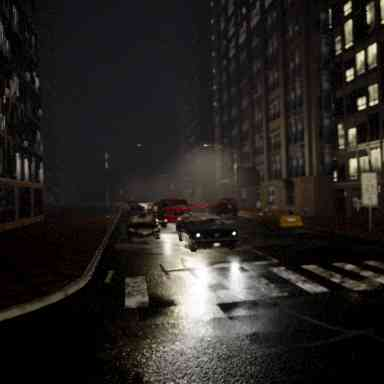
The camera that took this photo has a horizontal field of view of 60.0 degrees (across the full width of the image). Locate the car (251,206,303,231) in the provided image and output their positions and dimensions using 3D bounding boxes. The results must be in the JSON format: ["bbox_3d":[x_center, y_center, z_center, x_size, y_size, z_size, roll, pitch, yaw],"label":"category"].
[{"bbox_3d":[5.219,1.574,21.153,1.752,1.417,4.829,-1,0,-11],"label":"car"}]

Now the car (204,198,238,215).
[{"bbox_3d":[3.055,1.475,32.906,2.192,1.841,5.009,-1,0,-11],"label":"car"}]

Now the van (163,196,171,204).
[{"bbox_3d":[-6.281,1.964,82.810,1.690,1.788,3.998,-1,0,-11],"label":"van"}]

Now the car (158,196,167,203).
[{"bbox_3d":[-8.356,2.037,93.901,2.192,1.841,5.009,-1,0,-11],"label":"car"}]

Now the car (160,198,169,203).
[{"bbox_3d":[-7.315,2.223,88.354,2.008,1.369,4.403,-1,0,-11],"label":"car"}]

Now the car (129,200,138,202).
[{"bbox_3d":[-6.205,1.971,36.866,2.008,1.369,4.403,-1,0,-11],"label":"car"}]

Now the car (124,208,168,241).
[{"bbox_3d":[-2.675,1.792,18.150,2.008,1.369,4.403,-1,0,-11],"label":"car"}]

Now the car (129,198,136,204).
[{"bbox_3d":[-15.546,2.320,86.784,1.967,1.590,4.097,-1,0,-11],"label":"car"}]

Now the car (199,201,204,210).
[{"bbox_3d":[0.985,1.810,43.994,1.887,1.381,4.507,-1,0,-11],"label":"car"}]

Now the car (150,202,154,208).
[{"bbox_3d":[-3.099,1.679,34.318,2.097,1.767,4.553,-1,0,-11],"label":"car"}]

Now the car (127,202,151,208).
[{"bbox_3d":[-5.167,1.934,31.320,1.947,1.339,4.313,-1,0,-11],"label":"car"}]

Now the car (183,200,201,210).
[{"bbox_3d":[-0.052,1.899,49.538,1.802,1.307,4.206,-1,0,-11],"label":"car"}]

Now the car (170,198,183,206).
[{"bbox_3d":[-3.165,2.015,66.174,1.887,1.381,4.507,-1,0,-11],"label":"car"}]

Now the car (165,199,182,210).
[{"bbox_3d":[-2.814,1.869,50.166,1.882,1.535,5.008,-1,0,-10],"label":"car"}]

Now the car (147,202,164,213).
[{"bbox_3d":[-4.924,2.021,44.317,1.895,1.301,4.718,-1,0,-10],"label":"car"}]

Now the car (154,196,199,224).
[{"bbox_3d":[-1.294,1.457,24.621,2.150,2.045,5.566,-1,0,-10],"label":"car"}]

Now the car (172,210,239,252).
[{"bbox_3d":[0.531,1.743,14.987,1.895,1.301,4.718,-1,0,-11],"label":"car"}]
